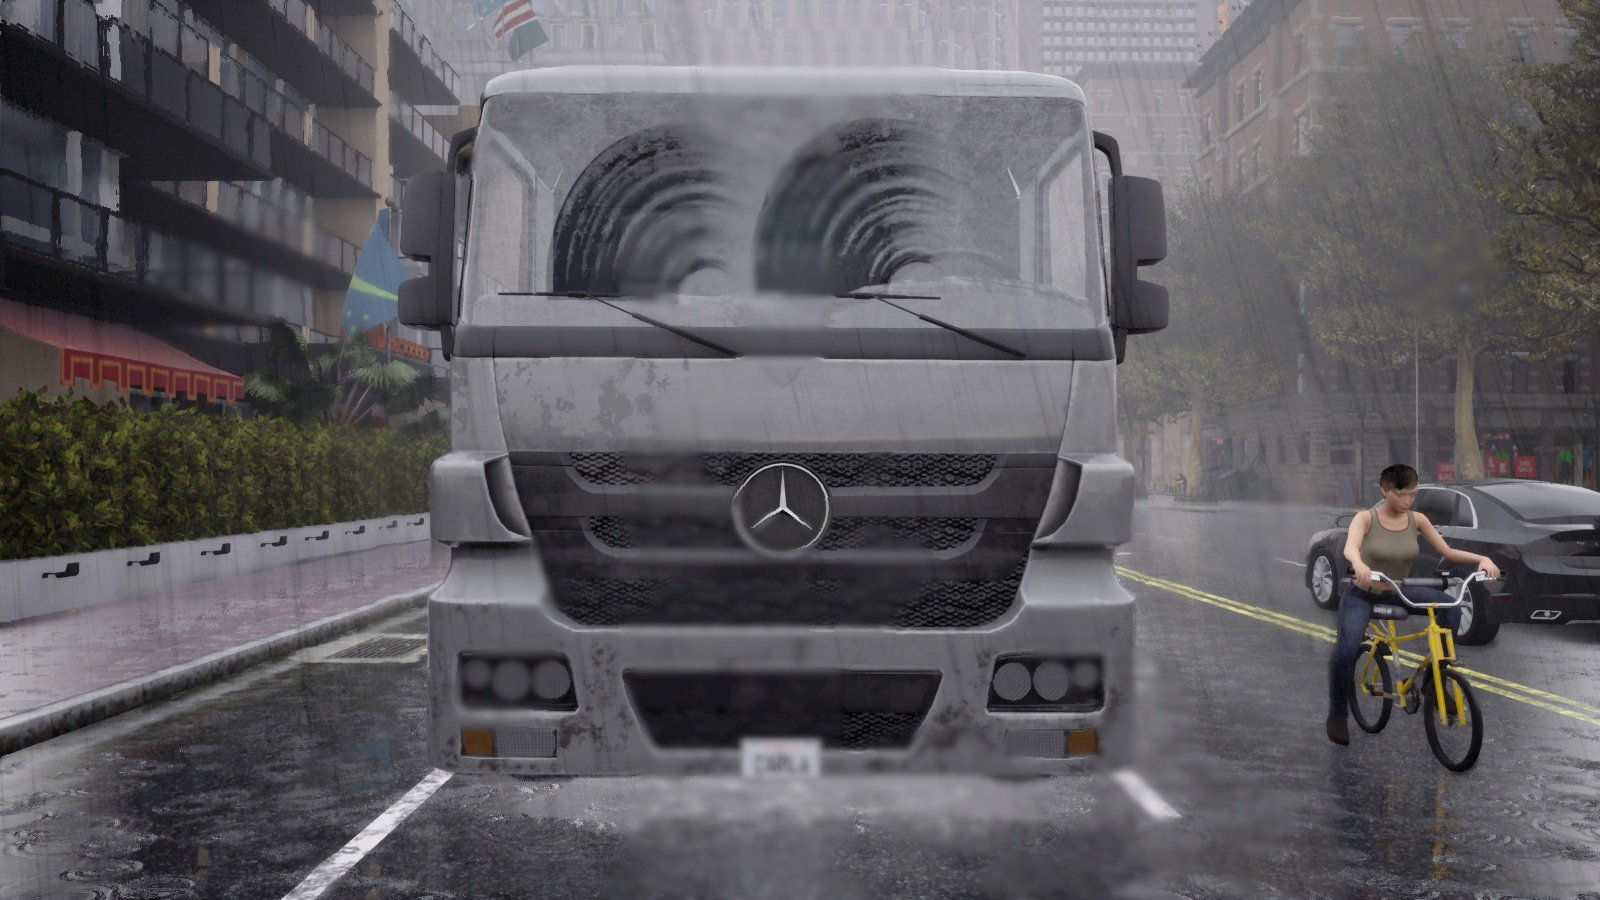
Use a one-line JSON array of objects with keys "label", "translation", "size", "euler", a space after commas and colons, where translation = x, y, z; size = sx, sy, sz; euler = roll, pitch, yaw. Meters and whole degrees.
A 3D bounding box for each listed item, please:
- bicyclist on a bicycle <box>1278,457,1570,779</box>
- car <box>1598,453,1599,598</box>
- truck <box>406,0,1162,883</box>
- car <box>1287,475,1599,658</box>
[{"label": "bicyclist on a bicycle", "translation": [3.422, 0.855, 7.063], "size": [0.866, 1.612, 1.509], "euler": [0, -1, 0]}, {"label": "car", "translation": [10.376, 0.820, 12.221], "size": [2.242, 1.667, 4.611], "euler": [0, -1, -1]}, {"label": "truck", "translation": [-0.100, -0.020, 8.798], "size": [2.891, 3.462, 7.936], "euler": [0, -1, -1]}, {"label": "car", "translation": [6.867, 1.006, 12.816], "size": [1.837, 1.490, 4.892], "euler": [0, -1, -1]}]
